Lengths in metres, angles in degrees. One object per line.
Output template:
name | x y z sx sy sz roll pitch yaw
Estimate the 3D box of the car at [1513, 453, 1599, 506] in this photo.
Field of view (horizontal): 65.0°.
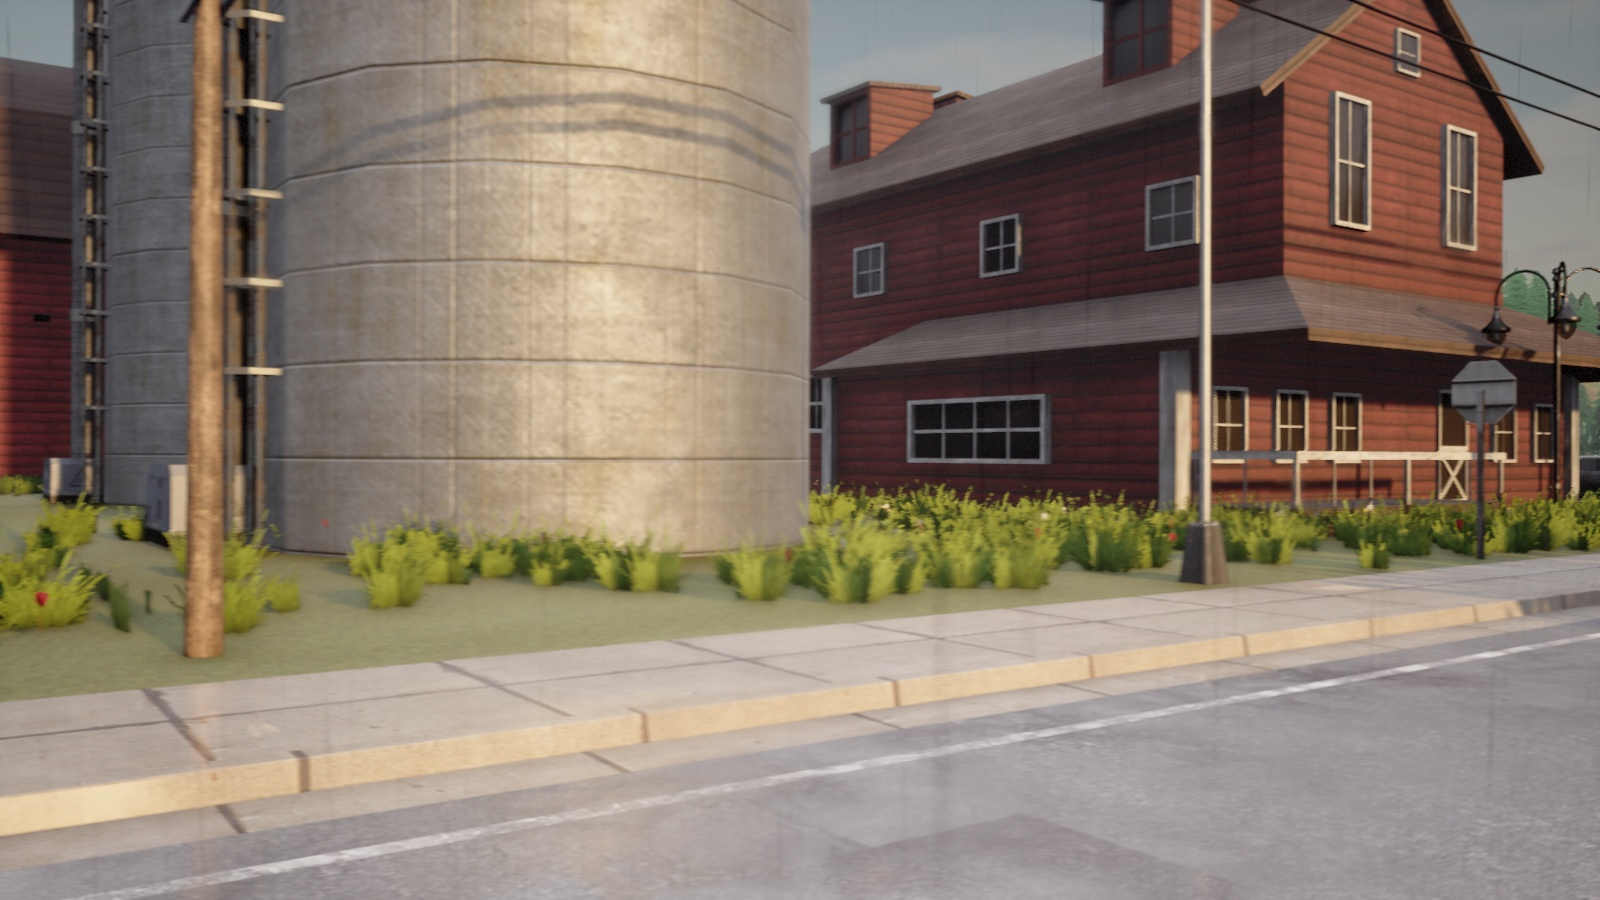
car | 23.212 0.819 35.581 1.837 1.490 4.892 0 0 -36
